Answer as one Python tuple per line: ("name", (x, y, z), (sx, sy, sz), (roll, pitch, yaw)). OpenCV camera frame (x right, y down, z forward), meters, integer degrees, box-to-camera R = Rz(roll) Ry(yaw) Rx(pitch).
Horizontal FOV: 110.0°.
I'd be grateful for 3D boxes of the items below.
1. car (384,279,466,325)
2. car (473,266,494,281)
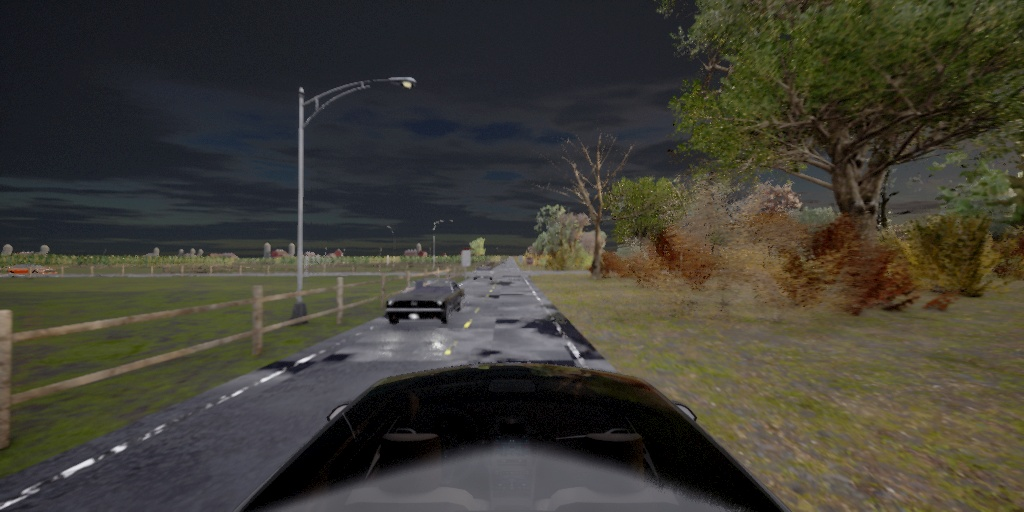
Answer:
("car", (-2.854, 1.493, 12.693), (1.895, 1.301, 4.718), (0, -1, 0))
("car", (-2.758, 1.658, 35.261), (1.895, 1.301, 4.718), (0, -1, 0))
